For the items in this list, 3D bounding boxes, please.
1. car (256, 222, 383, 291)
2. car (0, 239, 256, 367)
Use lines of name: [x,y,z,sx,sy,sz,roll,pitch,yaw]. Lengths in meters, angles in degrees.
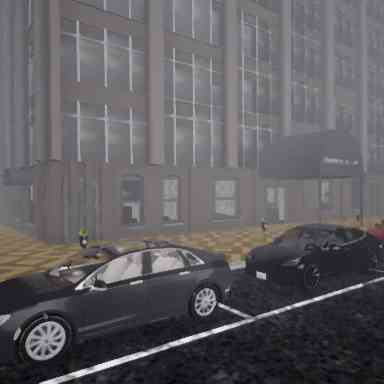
car: [3.375,1.563,8.976,4.313,1.339,1.947,0,-1,-35]
car: [-1.252,1.549,5.676,4.403,1.369,2.008,0,-1,-35]
